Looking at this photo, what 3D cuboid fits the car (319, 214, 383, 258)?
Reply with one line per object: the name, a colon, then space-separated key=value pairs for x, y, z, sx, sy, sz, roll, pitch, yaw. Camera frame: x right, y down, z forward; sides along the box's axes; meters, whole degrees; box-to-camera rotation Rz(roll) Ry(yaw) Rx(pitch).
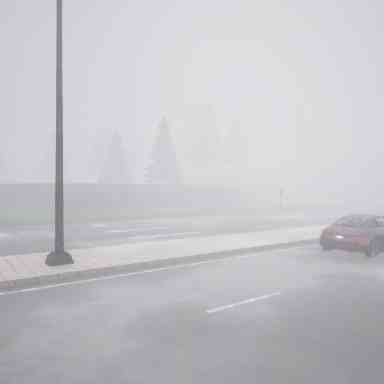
car: x=6.838 y=1.564 z=12.922 sx=4.181 sy=1.385 sz=1.994 roll=0 pitch=0 yaw=-35
